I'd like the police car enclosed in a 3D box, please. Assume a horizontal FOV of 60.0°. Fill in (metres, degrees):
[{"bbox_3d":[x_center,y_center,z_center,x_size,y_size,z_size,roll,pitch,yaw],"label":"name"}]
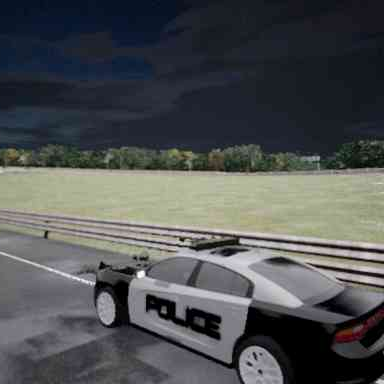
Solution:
[{"bbox_3d":[0.242,1.555,5.423,5.238,1.638,1.930,0,-2,42],"label":"police car"}]
